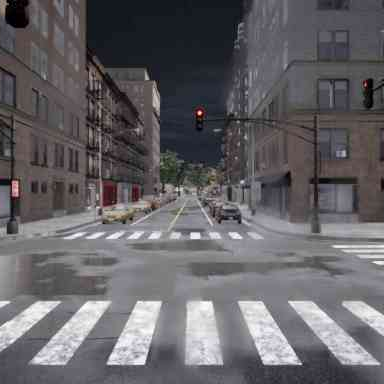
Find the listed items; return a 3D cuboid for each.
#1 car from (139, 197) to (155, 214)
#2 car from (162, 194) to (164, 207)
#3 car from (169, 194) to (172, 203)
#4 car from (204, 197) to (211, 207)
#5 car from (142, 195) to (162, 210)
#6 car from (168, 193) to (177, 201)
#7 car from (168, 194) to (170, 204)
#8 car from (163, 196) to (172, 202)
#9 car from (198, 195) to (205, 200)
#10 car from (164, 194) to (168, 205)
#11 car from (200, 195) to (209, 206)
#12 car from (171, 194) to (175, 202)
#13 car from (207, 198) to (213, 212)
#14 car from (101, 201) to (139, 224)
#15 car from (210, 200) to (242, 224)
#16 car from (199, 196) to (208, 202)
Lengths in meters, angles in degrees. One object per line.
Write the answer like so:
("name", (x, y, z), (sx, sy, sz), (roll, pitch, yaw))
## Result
("car", (-5.398, 1.528, 35.537), (1.752, 1.417, 4.829), (0, 0, 0))
("car", (-5.389, 1.445, 46.672), (1.967, 1.590, 4.097), (0, 0, 0))
("car", (-5.376, 1.573, 63.118), (1.947, 1.339, 4.313), (0, 0, 0))
("car", (2.652, 1.554, 35.704), (2.008, 1.369, 4.403), (0, 0, 0))
("car", (-5.393, 1.319, 41.190), (2.192, 1.841, 5.009), (0, 0, 0))
("car", (-5.354, 1.330, 90.528), (2.192, 1.841, 5.009), (0, 0, 0))
("car", (-5.380, 1.557, 57.635), (2.008, 1.369, 4.403), (0, 0, 0))
("car", (-5.367, 1.535, 73.912), (1.752, 1.417, 4.829), (0, 0, 0))
("car", (2.675, 1.597, 90.524), (1.802, 1.307, 4.206), (0, 0, 0))
("car", (-5.384, 1.446, 52.153), (1.967, 1.590, 4.097), (0, 0, 0))
("car", (2.659, 1.557, 52.150), (2.008, 1.369, 4.403), (0, 0, 0))
("car", (-5.371, 1.324, 68.600), (2.192, 1.841, 5.009), (0, 0, 0))
("car", (2.649, 1.547, 30.222), (1.887, 1.381, 4.507), (0, 0, 0))
("car", (-5.406, 1.526, 24.574), (1.752, 1.417, 4.829), (0, 0, 0))
("car", (2.647, 1.552, 24.740), (2.008, 1.369, 4.403), (0, 0, 0))
("car", (2.671, 1.556, 79.560), (1.887, 1.381, 4.507), (0, 0, 0))
